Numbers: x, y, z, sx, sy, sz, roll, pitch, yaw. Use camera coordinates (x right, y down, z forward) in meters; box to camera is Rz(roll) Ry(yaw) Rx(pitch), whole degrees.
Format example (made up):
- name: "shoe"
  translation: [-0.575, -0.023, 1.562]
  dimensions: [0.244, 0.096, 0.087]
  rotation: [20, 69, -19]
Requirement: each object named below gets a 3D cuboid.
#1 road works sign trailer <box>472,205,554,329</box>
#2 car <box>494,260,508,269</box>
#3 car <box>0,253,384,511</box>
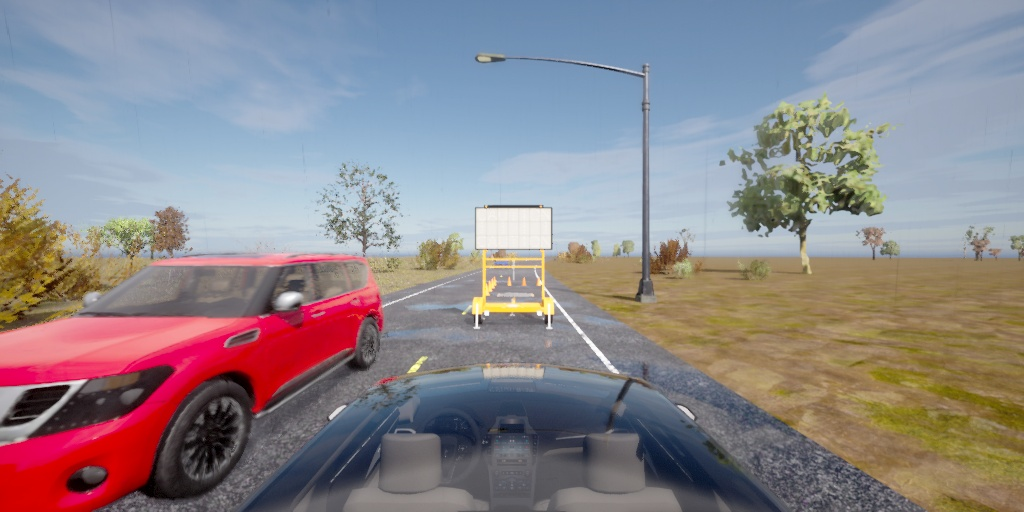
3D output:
- name: "road works sign trailer"
  translation: [0.054, 0.212, 11.252]
  dimensions: [2.380, 3.560, 2.880]
  rotation: [0, 0, 1]
- name: "car"
  translation: [-1.684, 1.206, 55.410]
  dimensions: [1.882, 1.535, 5.008]
  rotation: [0, 0, 4]
- name: "car"
  translation: [-3.577, 0.971, 4.823]
  dimensions: [2.150, 2.045, 5.566]
  rotation: [0, 0, 0]
